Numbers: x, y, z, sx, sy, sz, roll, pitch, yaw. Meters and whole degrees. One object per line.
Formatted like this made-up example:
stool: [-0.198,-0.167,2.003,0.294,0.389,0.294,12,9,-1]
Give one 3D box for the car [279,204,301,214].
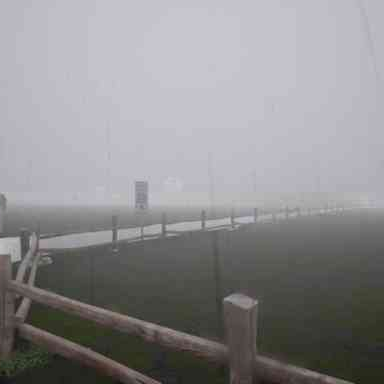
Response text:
car: [14.622,2.468,49.424,2.033,1.411,5.357,-1,-1,35]
